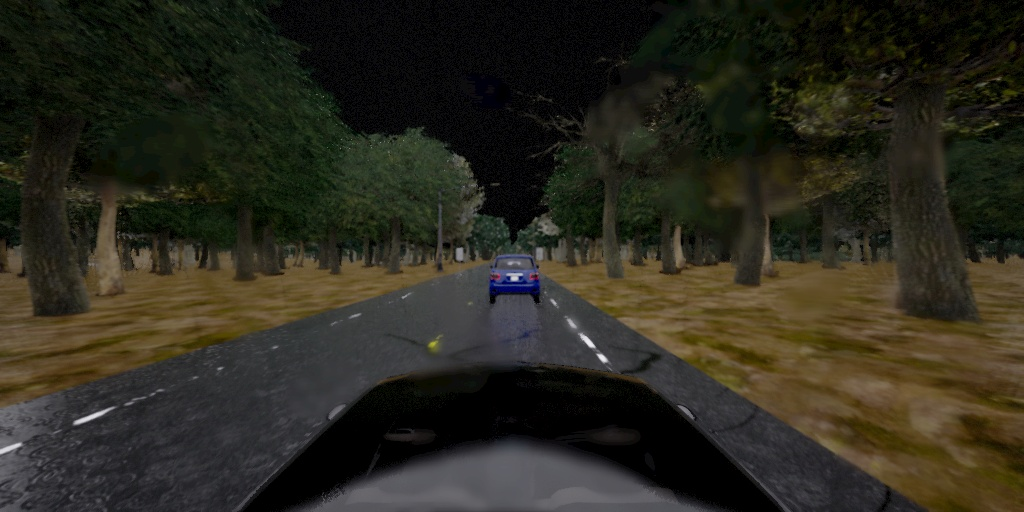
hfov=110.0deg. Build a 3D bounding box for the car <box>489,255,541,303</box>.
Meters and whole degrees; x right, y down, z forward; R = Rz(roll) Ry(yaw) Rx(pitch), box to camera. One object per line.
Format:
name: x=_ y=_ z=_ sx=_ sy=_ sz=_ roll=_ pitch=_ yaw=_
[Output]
car: x=0.122 y=0.955 z=16.778 sx=2.150 sy=2.045 sz=5.566 roll=0 pitch=0 yaw=0
